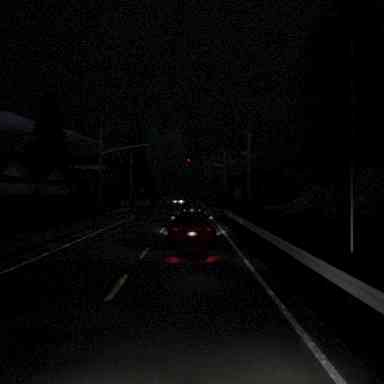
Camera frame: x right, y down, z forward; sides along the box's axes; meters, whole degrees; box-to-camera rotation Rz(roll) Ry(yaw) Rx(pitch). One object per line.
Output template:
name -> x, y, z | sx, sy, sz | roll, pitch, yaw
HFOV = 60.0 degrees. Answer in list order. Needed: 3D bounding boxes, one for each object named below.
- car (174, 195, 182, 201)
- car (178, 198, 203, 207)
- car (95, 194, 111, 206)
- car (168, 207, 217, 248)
car -> -3.497, 1.516, 84.538 | 1.895, 1.301, 4.718 | 0, 0, 0
car -> 0.001, 1.537, 29.650 | 2.033, 1.411, 5.357 | 0, 0, 0
car -> -14.526, 1.266, 54.820 | 1.905, 1.878, 3.866 | 0, 0, -1
car -> 0.001, 1.561, 14.650 | 1.994, 1.385, 4.181 | 0, 0, 0
